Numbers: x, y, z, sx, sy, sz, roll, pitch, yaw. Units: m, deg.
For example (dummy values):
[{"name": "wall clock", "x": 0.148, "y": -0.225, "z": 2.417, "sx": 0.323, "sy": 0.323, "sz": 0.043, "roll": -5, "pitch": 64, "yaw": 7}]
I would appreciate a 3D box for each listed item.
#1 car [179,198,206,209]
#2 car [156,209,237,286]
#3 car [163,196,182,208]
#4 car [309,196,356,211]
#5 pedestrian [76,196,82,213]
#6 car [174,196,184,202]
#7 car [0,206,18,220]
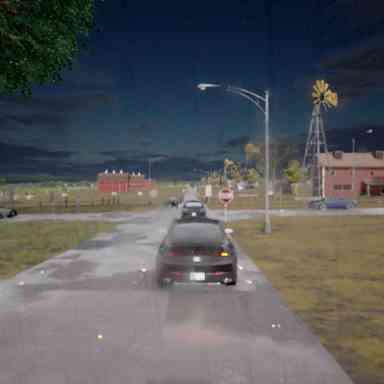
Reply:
[{"name": "car", "x": 0.142, "y": 1.395, "z": 26.054, "sx": 1.812, "sy": 1.442, "sz": 4.674, "roll": 0, "pitch": 0, "yaw": 0}, {"name": "car", "x": 0.115, "y": 1.448, "z": 9.191, "sx": 1.837, "sy": 1.490, "sz": 4.892, "roll": 0, "pitch": 1, "yaw": 0}, {"name": "car", "x": -2.799, "y": 1.422, "z": 45.105, "sx": 1.895, "sy": 1.301, "sz": 4.718, "roll": 0, "pitch": 0, "yaw": 1}, {"name": "car", "x": 13.558, "y": 1.088, "z": 32.283, "sx": 4.181, "sy": 1.385, "sz": 1.994, "roll": -1, "pitch": 1, "yaw": -2}, {"name": "pedestrian", "x": -12.093, "y": 1.271, "z": 35.479, "sx": 0.375, "sy": 1.860, "sz": 0.375, "roll": 0, "pitch": 2, "yaw": 0}, {"name": "car", "x": -2.632, "y": 1.437, "z": 69.430, "sx": 1.994, "sy": 1.385, "sz": 4.181, "roll": 0, "pitch": 0, "yaw": 0}, {"name": "car", "x": -17.890, "y": 1.758, "z": 29.551, "sx": 4.181, "sy": 1.385, "sz": 1.994, "roll": -1, "pitch": 1, "yaw": 0}]
